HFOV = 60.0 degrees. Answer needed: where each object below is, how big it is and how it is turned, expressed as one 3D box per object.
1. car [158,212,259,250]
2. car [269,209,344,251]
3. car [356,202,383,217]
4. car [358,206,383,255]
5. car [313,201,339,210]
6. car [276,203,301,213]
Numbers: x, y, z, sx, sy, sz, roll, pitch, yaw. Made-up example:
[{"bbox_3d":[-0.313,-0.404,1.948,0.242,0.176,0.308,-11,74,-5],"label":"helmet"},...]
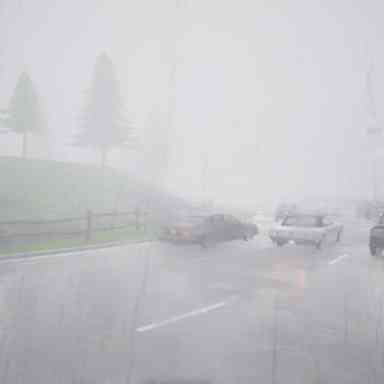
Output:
[{"bbox_3d":[0.907,1.606,14.770,2.033,1.411,5.357,0,0,41],"label":"car"},{"bbox_3d":[5.207,1.646,14.620,1.895,1.301,4.718,0,0,37],"label":"car"},{"bbox_3d":[15.441,1.561,28.433,2.128,1.511,4.902,0,0,15],"label":"car"},{"bbox_3d":[8.126,1.520,12.810,2.128,1.511,4.902,0,0,36],"label":"car"},{"bbox_3d":[12.547,1.615,31.245,1.812,1.442,4.674,0,0,12],"label":"car"},{"bbox_3d":[7.894,1.635,27.282,2.033,1.411,5.357,0,0,20],"label":"car"}]
